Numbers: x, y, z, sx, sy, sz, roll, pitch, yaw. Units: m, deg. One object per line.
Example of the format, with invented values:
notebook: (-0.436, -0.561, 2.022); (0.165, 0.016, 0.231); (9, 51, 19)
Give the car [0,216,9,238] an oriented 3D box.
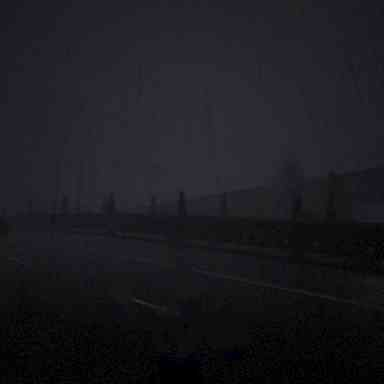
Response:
car: (-13.177, 2.111, 20.923); (4.902, 1.511, 2.128); (-3, -4, 42)
